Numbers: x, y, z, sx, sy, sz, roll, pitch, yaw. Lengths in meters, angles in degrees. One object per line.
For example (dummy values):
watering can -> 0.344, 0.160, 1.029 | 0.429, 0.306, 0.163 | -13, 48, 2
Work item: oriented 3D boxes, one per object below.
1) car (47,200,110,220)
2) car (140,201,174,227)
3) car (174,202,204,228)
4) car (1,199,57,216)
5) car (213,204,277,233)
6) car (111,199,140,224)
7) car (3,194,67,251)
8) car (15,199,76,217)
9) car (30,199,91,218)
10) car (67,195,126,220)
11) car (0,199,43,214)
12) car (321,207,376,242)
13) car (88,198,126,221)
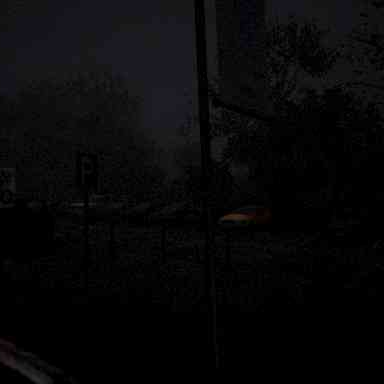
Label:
car -> -10.041, 1.505, 29.780 | 2.231, 1.521, 4.892 | 0, 0, 35
car -> -0.979, 1.497, 23.367 | 2.231, 1.521, 4.892 | 0, 0, 35
car -> 1.297, 1.524, 21.779 | 2.163, 1.488, 4.792 | 0, 0, 35
car -> -16.846, 1.527, 34.579 | 2.163, 1.488, 4.792 | 0, 0, 35
car -> 3.437, 1.489, 19.998 | 1.946, 1.575, 5.366 | 0, 0, 35
car -> -3.244, 1.498, 24.972 | 2.097, 1.535, 5.008 | 0, 0, 35
car -> -7.858, 1.243, 12.167 | 2.435, 2.045, 5.566 | 0, 0, 35
car -> -14.461, 1.497, 33.150 | 1.946, 1.575, 5.366 | 0, 0, 35
car -> -12.306, 1.503, 31.388 | 2.097, 1.535, 5.008 | 0, 0, 35
car -> -7.791, 1.251, 28.157 | 2.435, 2.045, 5.566 | 0, 0, 35
car -> -19.082, 1.515, 36.237 | 2.163, 1.488, 4.792 | 0, 0, 35
car -> 8.056, 1.518, 16.914 | 2.163, 1.488, 4.792 | 0, 0, 35
car -> -5.508, 1.500, 26.578 | 2.097, 1.535, 5.008 | 0, 0, 35
